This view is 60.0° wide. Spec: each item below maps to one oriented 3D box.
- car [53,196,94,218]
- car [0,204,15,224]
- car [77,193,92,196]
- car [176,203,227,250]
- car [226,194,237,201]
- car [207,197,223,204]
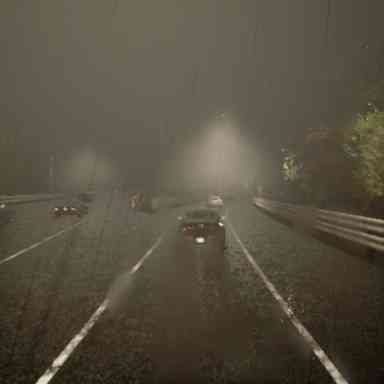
[{"bbox_3d":[-9.713,1.283,27.071,2.033,1.411,5.357,0,1,-7],"label":"car"},{"bbox_3d":[-12.248,1.164,19.525,2.097,1.767,4.553,0,1,-7],"label":"car"},{"bbox_3d":[-16.323,0.863,50.519,2.097,1.767,4.553,0,1,-7],"label":"car"},{"bbox_3d":[0.401,1.425,13.915,1.837,1.490,4.892,0,0,3],"label":"car"},{"bbox_3d":[8.670,1.161,73.661,1.994,1.385,4.181,0,0,14],"label":"car"},{"bbox_3d":[3.007,1.312,42.848,1.812,1.442,4.674,0,0,8],"label":"car"}]
